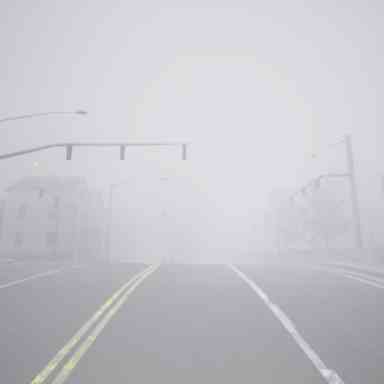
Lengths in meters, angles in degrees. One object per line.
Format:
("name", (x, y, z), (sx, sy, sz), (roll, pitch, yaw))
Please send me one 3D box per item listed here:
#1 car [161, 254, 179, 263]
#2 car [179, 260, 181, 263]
("car", (-3.500, 10.024, 49.706), (2.128, 1.511, 4.902), (0, -12, 0))
("car", (-3.499, 15.259, 73.452), (1.994, 1.385, 4.181), (0, -12, 0))
